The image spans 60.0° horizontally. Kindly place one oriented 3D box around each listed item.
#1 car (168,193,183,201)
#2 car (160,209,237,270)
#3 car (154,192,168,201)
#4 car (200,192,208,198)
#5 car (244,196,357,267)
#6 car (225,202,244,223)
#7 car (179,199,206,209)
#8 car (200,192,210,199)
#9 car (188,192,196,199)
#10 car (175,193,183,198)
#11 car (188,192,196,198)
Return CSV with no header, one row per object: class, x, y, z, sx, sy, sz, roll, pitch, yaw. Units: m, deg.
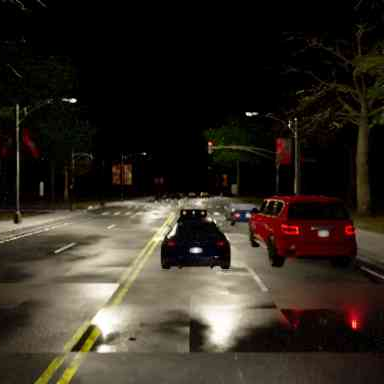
car,-3.253,0.985,67.985,1.837,1.490,4.892,0,1,0
car,0.100,1.477,10.686,1.994,1.385,4.181,0,1,0
car,-6.503,0.984,67.986,1.837,1.490,4.892,0,1,0
car,3.252,0.698,89.578,1.882,1.535,5.008,0,0,0
car,3.350,1.131,11.147,2.150,2.045,5.566,0,0,0
car,3.251,1.373,21.825,2.033,1.411,5.357,0,0,0
car,0.094,1.407,24.348,1.895,1.301,4.718,0,0,0
car,3.252,0.959,79.581,1.994,1.385,4.181,0,0,0
car,0.002,1.002,79.612,1.895,1.301,4.718,0,0,0
car,-3.248,0.862,83.425,1.895,1.301,4.718,0,0,0
car,0.002,0.773,89.579,1.994,1.385,4.181,0,0,0
